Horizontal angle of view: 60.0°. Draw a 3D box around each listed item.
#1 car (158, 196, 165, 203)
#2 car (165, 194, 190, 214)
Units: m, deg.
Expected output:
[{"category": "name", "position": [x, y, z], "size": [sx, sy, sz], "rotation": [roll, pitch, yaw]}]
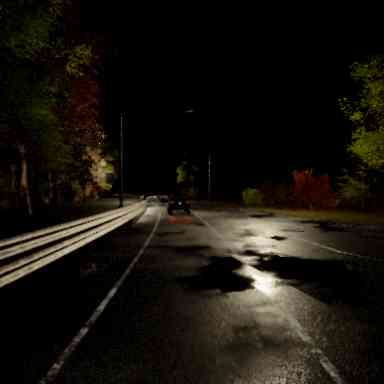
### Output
[{"category": "car", "position": [-5.596, 1.471, 66.000], "size": [2.033, 1.411, 5.357], "rotation": [0, 0, -12]}, {"category": "car", "position": [-1.493, 1.223, 35.798], "size": [2.150, 2.045, 5.566], "rotation": [0, 0, -6]}]
